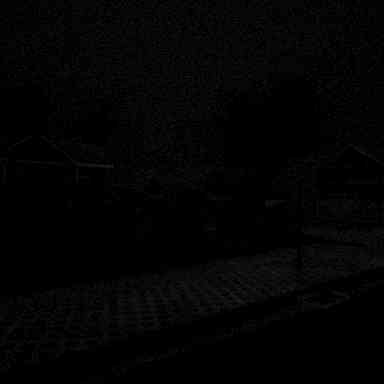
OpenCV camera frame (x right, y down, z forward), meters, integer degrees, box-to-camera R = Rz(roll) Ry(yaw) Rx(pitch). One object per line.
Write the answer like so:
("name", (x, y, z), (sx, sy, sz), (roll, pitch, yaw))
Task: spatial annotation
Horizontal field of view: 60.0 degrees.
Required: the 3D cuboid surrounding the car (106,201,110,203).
("car", (-13.468, 2.127, 51.523), (2.033, 1.411, 5.357), (1, -2, -43))
